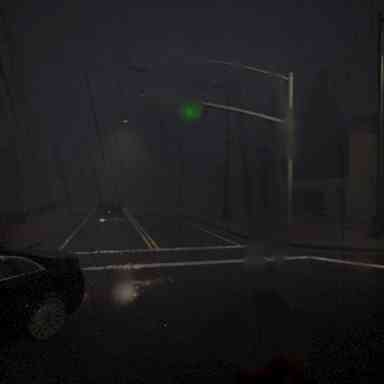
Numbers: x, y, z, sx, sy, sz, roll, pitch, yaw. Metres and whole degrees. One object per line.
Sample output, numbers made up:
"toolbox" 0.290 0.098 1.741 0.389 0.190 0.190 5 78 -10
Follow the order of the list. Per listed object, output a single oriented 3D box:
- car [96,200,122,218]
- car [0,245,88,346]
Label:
"car" -7.023 1.374 28.284 1.994 1.385 4.181 0 0 -14
"car" -3.620 1.513 4.199 2.128 1.511 4.902 2 1 30
